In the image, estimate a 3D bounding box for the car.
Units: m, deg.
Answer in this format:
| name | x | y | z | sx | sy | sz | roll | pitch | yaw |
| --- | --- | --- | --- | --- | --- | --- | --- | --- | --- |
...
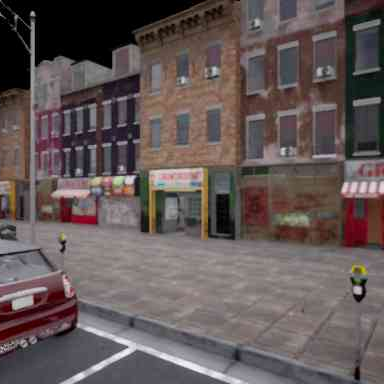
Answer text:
| name | x | y | z | sx | sy | sz | roll | pitch | yaw |
| --- | --- | --- | --- | --- | --- | --- | --- | --- | --- |
| car | -3.796 | 1.497 | 5.505 | 4.097 | 1.590 | 1.967 | -1 | 0 | 35 |
